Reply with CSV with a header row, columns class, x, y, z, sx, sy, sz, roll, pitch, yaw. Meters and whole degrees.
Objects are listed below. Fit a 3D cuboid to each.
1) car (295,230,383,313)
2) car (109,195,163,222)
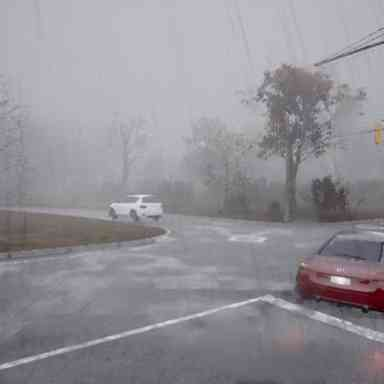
class,x,y,z,sx,sy,sz,roll,pitch,yaw
car,3.966,1.578,7.575,1.994,1.385,4.181,0,0,39
car,-4.547,1.246,26.540,2.150,2.045,5.566,0,0,-41
